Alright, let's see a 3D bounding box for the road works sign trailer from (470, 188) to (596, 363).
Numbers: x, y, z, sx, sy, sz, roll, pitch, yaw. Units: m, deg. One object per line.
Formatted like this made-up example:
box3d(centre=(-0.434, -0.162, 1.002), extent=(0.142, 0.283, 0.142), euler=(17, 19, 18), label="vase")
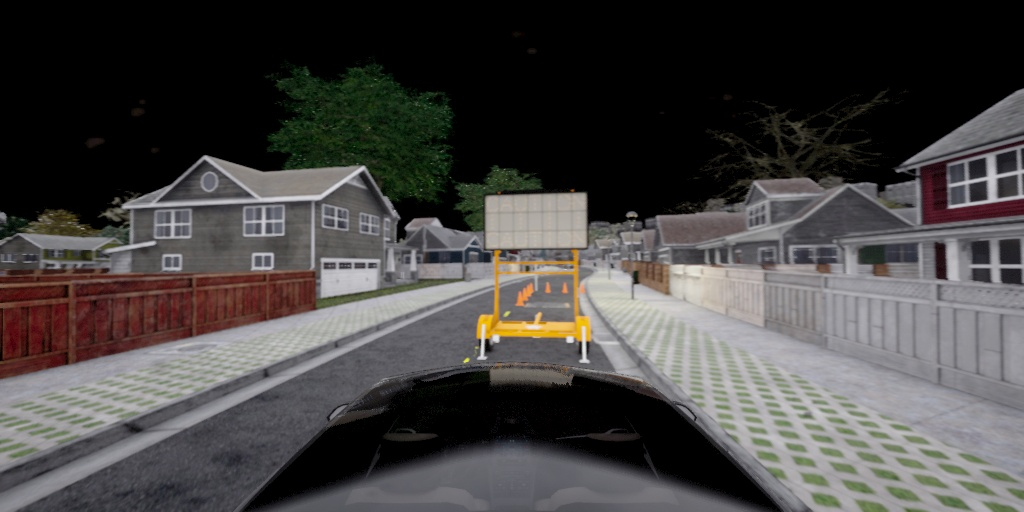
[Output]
box3d(centre=(0.581, 0.269, 8.375), extent=(2.380, 3.560, 2.880), euler=(0, 0, 8), label="road works sign trailer")
